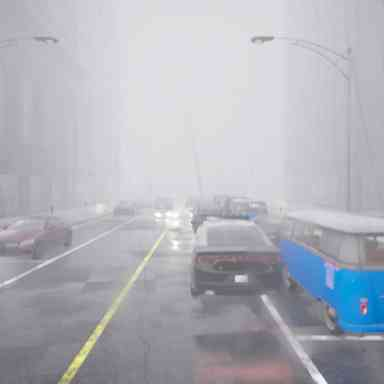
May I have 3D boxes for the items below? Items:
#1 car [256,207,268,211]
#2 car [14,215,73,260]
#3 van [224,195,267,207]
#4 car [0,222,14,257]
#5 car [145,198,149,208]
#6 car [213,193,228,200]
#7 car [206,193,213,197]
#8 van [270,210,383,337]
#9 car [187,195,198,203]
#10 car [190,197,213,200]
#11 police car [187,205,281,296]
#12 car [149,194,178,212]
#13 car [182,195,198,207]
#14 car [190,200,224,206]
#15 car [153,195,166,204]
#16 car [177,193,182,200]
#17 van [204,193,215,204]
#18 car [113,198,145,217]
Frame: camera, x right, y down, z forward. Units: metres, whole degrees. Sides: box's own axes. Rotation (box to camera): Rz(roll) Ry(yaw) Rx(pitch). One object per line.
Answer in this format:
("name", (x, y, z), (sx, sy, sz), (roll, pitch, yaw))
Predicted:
("car", (2.875, 1.479, 12.006), (1.887, 1.381, 4.507), (0, 0, 0))
("car", (-5.649, 1.516, 12.020), (1.802, 1.307, 4.206), (0, 0, 0))
("van", (2.886, 1.245, 17.652), (1.690, 1.788, 3.998), (0, 0, 0))
("car", (-5.661, 1.516, 6.372), (2.008, 1.369, 4.403), (0, 0, 0))
("car", (-5.589, 1.355, 40.265), (1.802, 1.307, 4.206), (0, 0, 0))
("car", (2.898, 1.188, 23.301), (2.192, 1.841, 5.009), (0, 0, 0))
("car", (2.922, 1.123, 34.598), (2.192, 1.841, 5.009), (0, 0, 0))
("van", (2.862, 1.306, 6.356), (1.690, 1.788, 3.998), (0, 0, 0))
("car", (0.125, 1.205, 60.002), (1.994, 1.385, 4.181), (0, 0, 0))
("car", (0.950, 1.371, 24.586), (1.837, 1.490, 4.892), (0, 0, 0))
("police car", (0.916, 1.377, 8.696), (1.930, 1.638, 5.238), (0, 0, 0))
("car", (-3.001, 1.289, 36.306), (2.128, 1.511, 4.902), (0, 0, 0))
("car", (0.106, 1.234, 44.990), (2.128, 1.511, 4.902), (0, 0, 0))
("car", (0.937, 1.404, 18.586), (1.837, 1.490, 4.892), (0, 0, 0))
("car", (-5.553, 1.227, 57.212), (1.947, 1.339, 4.313), (0, 0, 0))
("car", (-2.854, 1.046, 70.245), (1.882, 1.535, 5.008), (0, 0, 0))
("van", (2.971, 1.002, 57.193), (1.690, 1.788, 3.998), (0, 0, 0))
("car", (-5.613, 1.386, 28.967), (1.887, 1.381, 4.507), (0, 0, 0))
